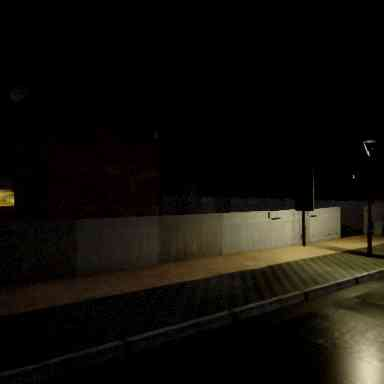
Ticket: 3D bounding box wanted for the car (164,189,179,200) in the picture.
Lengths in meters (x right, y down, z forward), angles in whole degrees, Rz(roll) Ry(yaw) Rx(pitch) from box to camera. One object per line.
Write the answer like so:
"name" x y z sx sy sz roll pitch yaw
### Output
"car" -4.611 0.554 49.513 5.566 2.045 2.150 1 1 30
